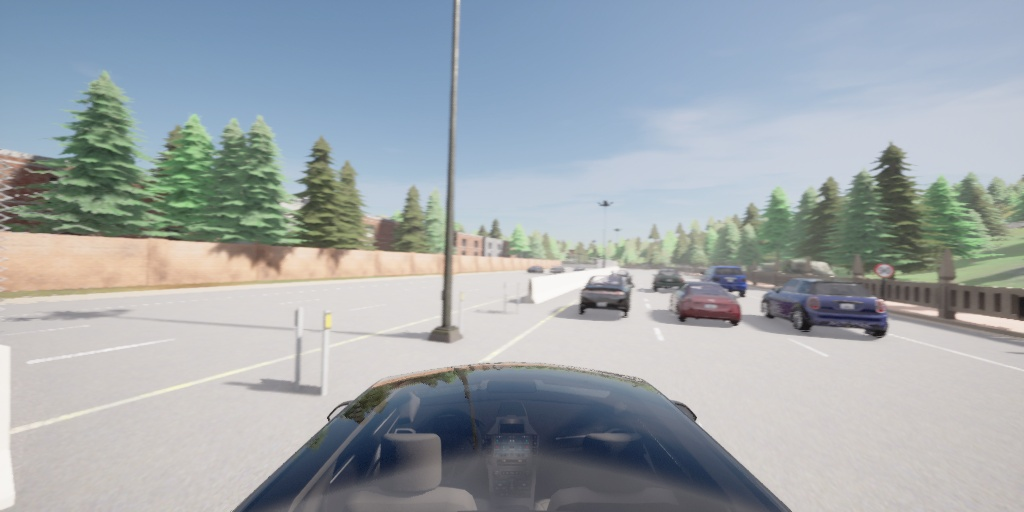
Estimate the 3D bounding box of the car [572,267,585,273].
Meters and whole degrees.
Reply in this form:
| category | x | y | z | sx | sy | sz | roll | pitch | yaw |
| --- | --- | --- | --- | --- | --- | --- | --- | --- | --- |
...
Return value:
| category | x | y | z | sx | sy | sz | roll | pitch | yaw |
| --- | --- | --- | --- | --- | --- | --- | --- | --- | --- |
| car | 10.709 | 2.395 | 56.890 | 1.994 | 1.385 | 4.181 | 1 | -1 | 19 |

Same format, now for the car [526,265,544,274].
| category | x | y | z | sx | sy | sz | roll | pitch | yaw |
| --- | --- | --- | --- | --- | --- | --- | --- | --- | --- |
| car | 3.867 | 2.205 | 58.483 | 2.033 | 1.411 | 5.357 | 1 | -1 | 19 |

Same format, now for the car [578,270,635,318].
| category | x | y | z | sx | sy | sz | roll | pitch | yaw |
| --- | --- | --- | --- | --- | --- | --- | --- | --- | --- |
| car | 3.932 | 1.538 | 14.820 | 2.128 | 1.511 | 4.902 | 1 | -1 | 19 |

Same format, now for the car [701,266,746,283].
| category | x | y | z | sx | sy | sz | roll | pitch | yaw |
| --- | --- | --- | --- | --- | --- | --- | --- | --- | --- |
| car | 14.988 | 1.739 | 25.682 | 2.150 | 2.045 | 5.566 | 1 | -1 | 19 |

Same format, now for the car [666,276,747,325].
| category | x | y | z | sx | sy | sz | roll | pitch | yaw |
| --- | --- | --- | --- | --- | --- | --- | --- | --- | --- |
| car | 7.305 | 1.695 | 13.874 | 1.994 | 1.385 | 4.181 | 1 | -1 | 19 |

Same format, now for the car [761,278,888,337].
| category | x | y | z | sx | sy | sz | roll | pitch | yaw |
| --- | --- | --- | --- | --- | --- | --- | --- | --- | --- |
| car | 10.561 | 1.556 | 12.562 | 2.097 | 1.767 | 4.553 | 1 | -1 | 19 |

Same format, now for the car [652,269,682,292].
| category | x | y | z | sx | sy | sz | roll | pitch | yaw |
| --- | --- | --- | --- | --- | --- | --- | --- | --- | --- |
| car | 12.021 | 1.812 | 27.794 | 2.097 | 1.767 | 4.553 | 1 | -1 | 19 |

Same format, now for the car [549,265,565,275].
| category | x | y | z | sx | sy | sz | roll | pitch | yaw |
| --- | --- | --- | --- | --- | --- | --- | --- | --- | --- |
| car | 7.177 | 2.229 | 57.375 | 2.128 | 1.511 | 4.902 | 1 | -1 | 19 |
